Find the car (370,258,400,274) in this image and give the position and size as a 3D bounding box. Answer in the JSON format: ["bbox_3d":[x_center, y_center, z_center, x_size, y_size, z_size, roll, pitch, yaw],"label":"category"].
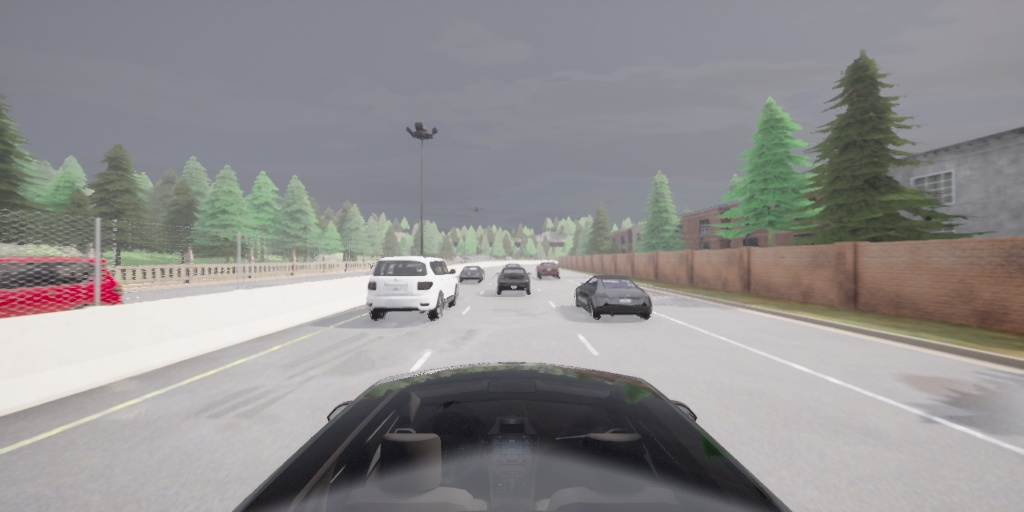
[{"bbox_3d":[-17.574,1.349,49.870,2.150,2.045,5.566,0,-1,0],"label":"car"}]

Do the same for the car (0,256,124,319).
[{"bbox_3d":[-10.600,1.008,6.442,2.150,2.045,5.566,0,0,0],"label":"car"}]

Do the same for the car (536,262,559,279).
[{"bbox_3d":[3.602,1.376,36.941,2.097,1.767,4.553,0,-1,0],"label":"car"}]

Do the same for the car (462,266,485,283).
[{"bbox_3d":[-3.398,1.526,31.014,2.033,1.411,5.357,0,0,0],"label":"car"}]

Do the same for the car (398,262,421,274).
[{"bbox_3d":[-14.077,1.628,49.519,1.837,1.490,4.892,0,-1,0],"label":"car"}]

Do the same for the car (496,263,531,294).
[{"bbox_3d":[0.100,1.411,21.577,1.837,1.490,4.892,0,0,0],"label":"car"}]

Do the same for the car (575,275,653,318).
[{"bbox_3d":[3.600,1.406,13.379,1.994,1.385,4.181,0,0,0],"label":"car"}]

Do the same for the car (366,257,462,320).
[{"bbox_3d":[-3.401,1.062,13.181,2.150,2.045,5.566,0,0,0],"label":"car"}]
